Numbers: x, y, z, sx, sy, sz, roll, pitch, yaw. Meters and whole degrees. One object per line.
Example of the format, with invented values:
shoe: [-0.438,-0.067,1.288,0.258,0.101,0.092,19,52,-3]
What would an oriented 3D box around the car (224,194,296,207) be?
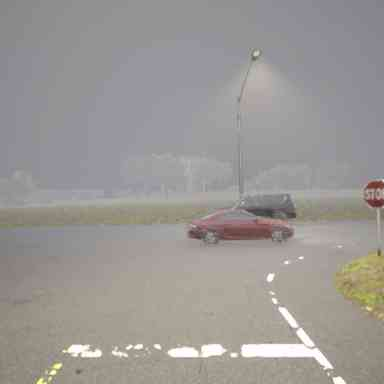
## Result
car: [3.985,1.178,21.751,5.566,2.045,2.150,-2,-1,-1]

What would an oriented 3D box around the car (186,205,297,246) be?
car: [2.070,1.506,14.692,4.674,1.442,1.812,-1,0,-1]
